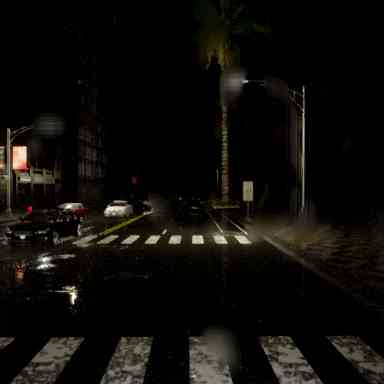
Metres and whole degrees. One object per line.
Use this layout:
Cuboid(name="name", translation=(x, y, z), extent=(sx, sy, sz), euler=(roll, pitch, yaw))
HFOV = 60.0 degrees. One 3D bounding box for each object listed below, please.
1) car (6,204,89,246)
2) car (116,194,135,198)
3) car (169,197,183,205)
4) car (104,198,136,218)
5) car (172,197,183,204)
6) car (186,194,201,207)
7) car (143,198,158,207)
Cuboid(name="car", translation=(-6.535, 1.508, 15.283), extent=(1.837, 1.490, 4.892), euler=(0, 0, 0))
Cuboid(name="car", translation=(-9.625, 1.249, 48.489), extent=(2.150, 2.045, 5.566), euler=(0, 0, 1))
Cuboid(name="car", translation=(-2.920, 1.610, 57.693), extent=(1.994, 1.385, 4.181), euler=(0, 0, 1))
Cuboid(name="car", translation=(-6.473, 1.535, 29.907), extent=(1.812, 1.442, 4.674), euler=(0, 0, 0))
Cuboid(name="car", translation=(-2.878, 1.633, 67.651), extent=(1.994, 1.385, 4.181), euler=(0, 0, 0))
Cuboid(name="car", translation=(0.223, 1.259, 53.399), extent=(2.150, 2.045, 5.566), euler=(0, 0, 0))
Cuboid(name="car", translation=(-6.346, 1.634, 51.158), extent=(1.895, 1.301, 4.718), euler=(0, 0, 1))
